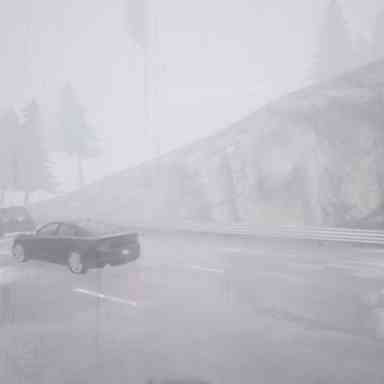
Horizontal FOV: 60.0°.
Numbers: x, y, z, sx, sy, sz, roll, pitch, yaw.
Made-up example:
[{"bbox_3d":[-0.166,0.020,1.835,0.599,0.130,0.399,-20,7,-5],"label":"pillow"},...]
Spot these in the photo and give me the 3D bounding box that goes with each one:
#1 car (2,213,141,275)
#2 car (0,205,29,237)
[{"bbox_3d":[-3.941,1.607,10.976,5.008,1.535,1.882,-1,0,35],"label":"car"},{"bbox_3d":[-11.575,1.637,20.039,4.553,1.767,2.097,-1,-1,31],"label":"car"}]
